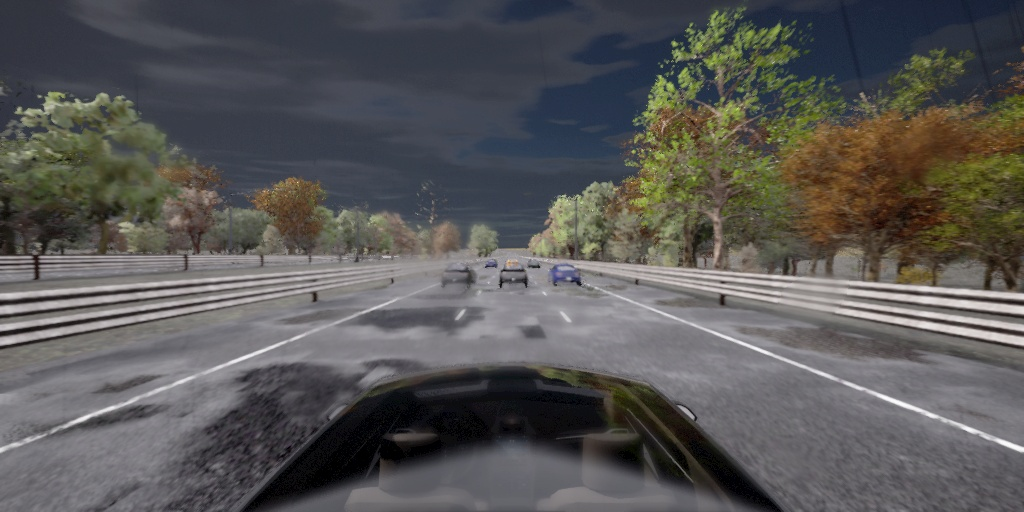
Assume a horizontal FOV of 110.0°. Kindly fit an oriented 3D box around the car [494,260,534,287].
[{"bbox_3d":[0.101,1.241,24.350,2.128,1.511,4.902,0,0,0],"label":"car"}]

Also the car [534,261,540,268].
[{"bbox_3d":[3.612,1.309,60.480,1.994,1.385,4.181,0,0,0],"label":"car"}]

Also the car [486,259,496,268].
[{"bbox_3d":[-3.388,1.271,60.367,1.812,1.442,4.674,0,0,0],"label":"car"}]

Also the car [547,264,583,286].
[{"bbox_3d":[3.602,1.274,25.003,1.812,1.442,4.674,0,0,0],"label":"car"}]

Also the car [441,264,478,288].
[{"bbox_3d":[-3.399,1.241,23.700,2.128,1.511,4.902,0,0,0],"label":"car"}]
